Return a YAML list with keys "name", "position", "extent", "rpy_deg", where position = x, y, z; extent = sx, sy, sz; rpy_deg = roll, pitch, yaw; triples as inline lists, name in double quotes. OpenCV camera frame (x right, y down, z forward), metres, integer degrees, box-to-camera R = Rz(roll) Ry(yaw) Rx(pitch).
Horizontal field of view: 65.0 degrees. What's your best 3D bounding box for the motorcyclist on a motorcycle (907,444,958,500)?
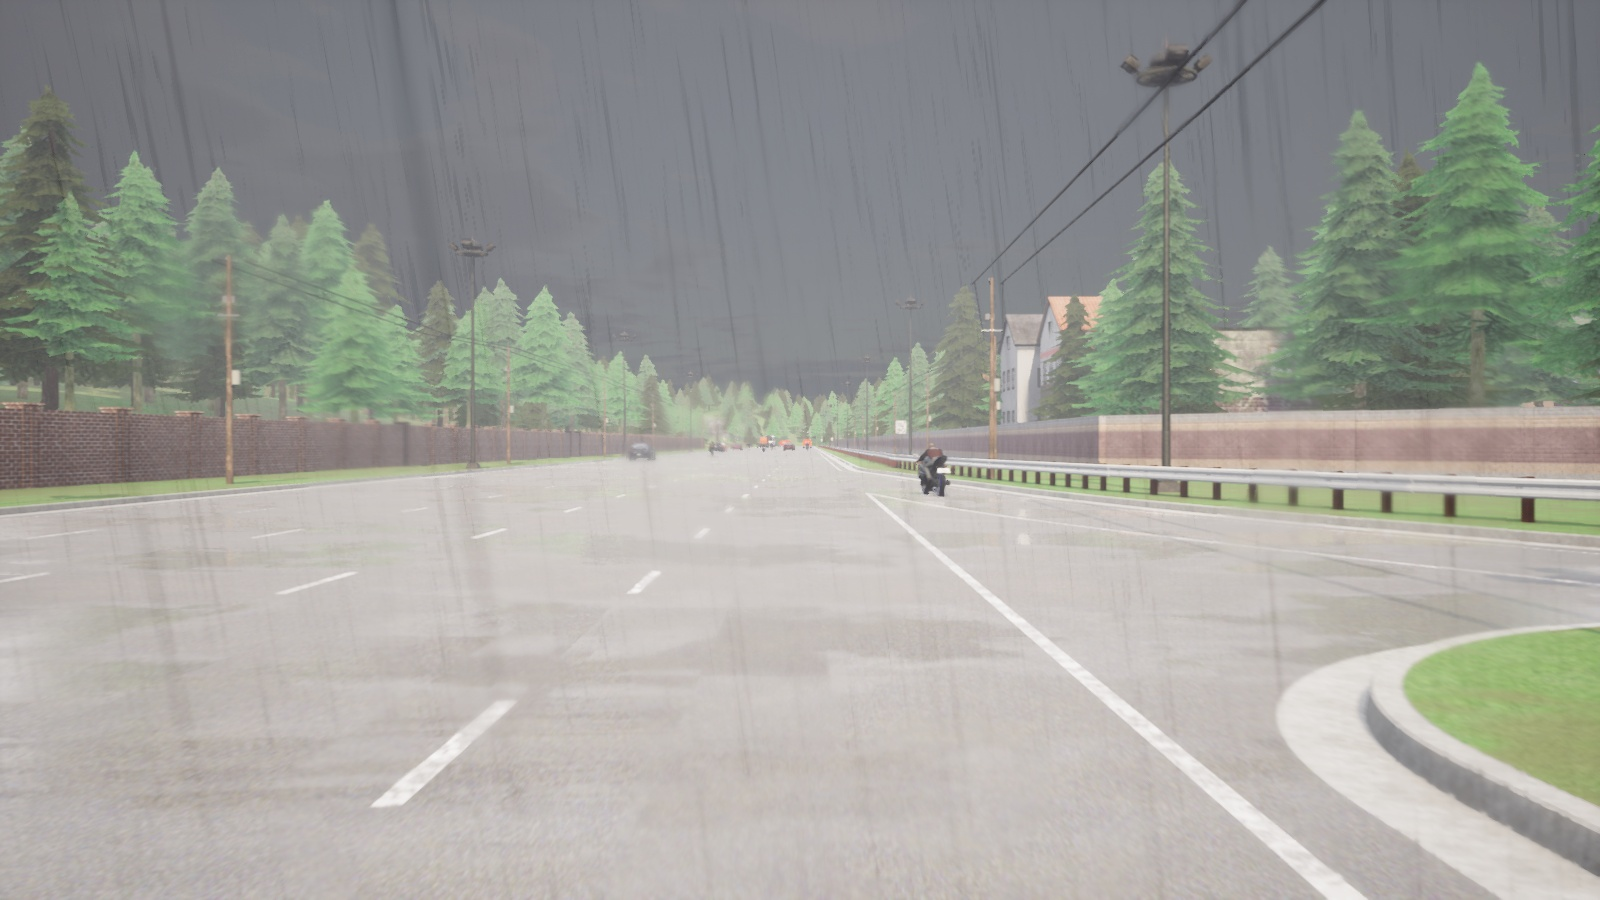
- name: "motorcyclist on a motorcycle"
  position: [3.730, 0.584, 35.424]
  extent: [0.866, 1.530, 2.191]
  rpy_deg: [0, 0, -10]
